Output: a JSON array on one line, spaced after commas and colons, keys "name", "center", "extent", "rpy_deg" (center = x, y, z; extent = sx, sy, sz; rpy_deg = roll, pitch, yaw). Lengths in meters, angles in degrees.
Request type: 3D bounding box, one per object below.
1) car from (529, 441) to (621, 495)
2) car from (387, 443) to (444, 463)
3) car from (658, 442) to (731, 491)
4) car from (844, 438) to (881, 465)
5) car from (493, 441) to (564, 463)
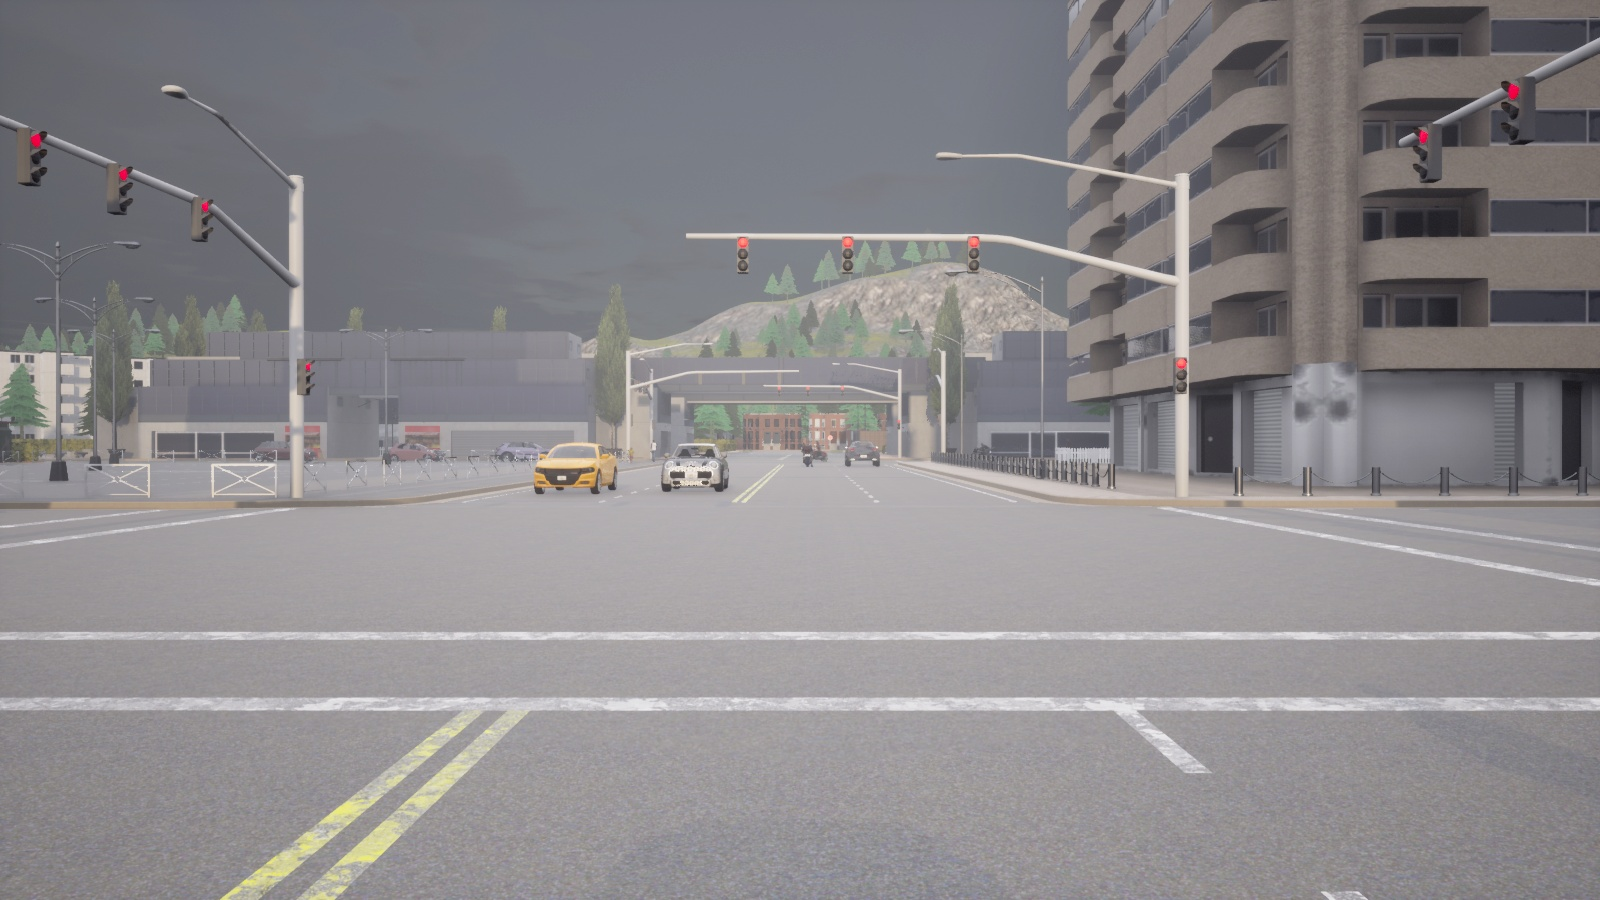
[{"name": "car", "center": [-6.764, 0.503, 38.227], "extent": [1.882, 1.535, 5.008], "rpy_deg": [0, 0, 0]}, {"name": "car", "center": [-28.654, 0.209, 93.600], "extent": [3.633, 1.501, 1.845], "rpy_deg": [0, 0, 2]}, {"name": "car", "center": [-3.257, 0.486, 39.460], "extent": [1.970, 1.475, 3.806], "rpy_deg": [0, 0, 0]}, {"name": "car", "center": [3.982, 0.073, 80.615], "extent": [2.152, 1.651, 5.027], "rpy_deg": [0, 0, 0]}, {"name": "car", "center": [-20.163, 0.133, 93.345], "extent": [4.856, 1.649, 2.033], "rpy_deg": [0, 0, 1]}]
